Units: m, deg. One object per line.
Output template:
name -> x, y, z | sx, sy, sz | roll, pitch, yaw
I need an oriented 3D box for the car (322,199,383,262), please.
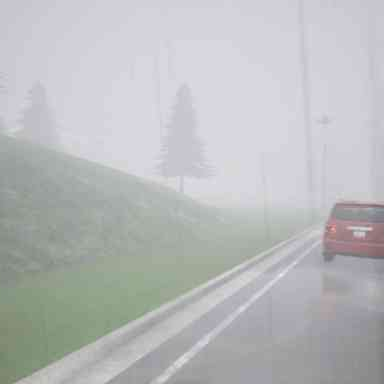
car -> 6.008, 1.279, 11.719 | 2.150, 2.045, 5.566 | 2, 1, 29

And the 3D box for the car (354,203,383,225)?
car -> 13.988, 1.665, 26.370 | 1.812, 1.442, 4.674 | 2, 0, 28
